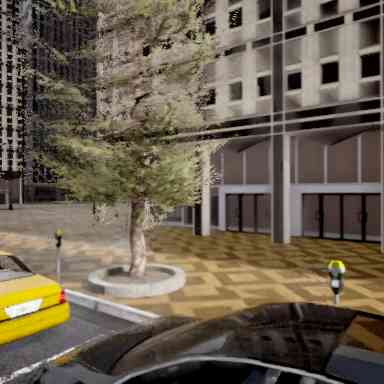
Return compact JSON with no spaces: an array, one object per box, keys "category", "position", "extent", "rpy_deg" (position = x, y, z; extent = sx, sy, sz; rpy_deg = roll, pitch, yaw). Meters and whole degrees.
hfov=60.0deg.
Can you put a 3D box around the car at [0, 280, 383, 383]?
[{"category":"car","position":[0.631,1.567,2.428],"extent":[4.313,1.339,1.947],"rpy_deg":[0,0,35]}]

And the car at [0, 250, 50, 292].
[{"category":"car","position":[-4.133,1.530,5.805],"extent":[4.829,1.417,1.752],"rpy_deg":[0,0,35]}]
